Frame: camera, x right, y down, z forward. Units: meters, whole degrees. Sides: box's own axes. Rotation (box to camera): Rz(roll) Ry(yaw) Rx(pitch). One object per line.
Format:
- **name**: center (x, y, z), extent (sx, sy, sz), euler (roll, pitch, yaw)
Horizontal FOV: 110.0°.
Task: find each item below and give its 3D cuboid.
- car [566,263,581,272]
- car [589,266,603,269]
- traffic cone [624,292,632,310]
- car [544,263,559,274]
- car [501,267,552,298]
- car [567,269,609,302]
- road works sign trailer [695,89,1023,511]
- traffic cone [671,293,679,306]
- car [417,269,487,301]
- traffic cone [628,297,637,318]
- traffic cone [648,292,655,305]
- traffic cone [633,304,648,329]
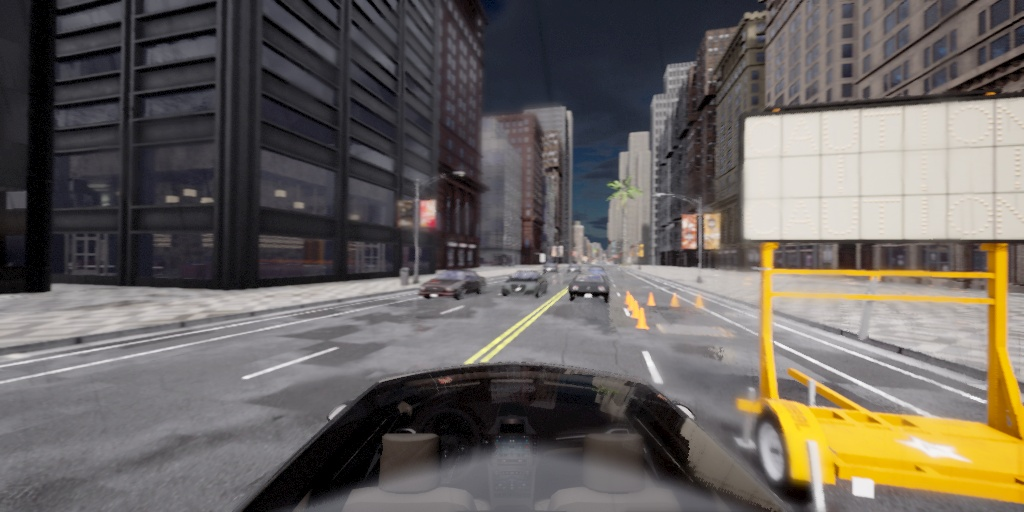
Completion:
- **car**: center (9.199, 1.844, 53.024), extent (2.128, 1.511, 4.902), euler (1, -1, 14)
- **car**: center (8.487, 1.729, 36.168), extent (2.033, 1.411, 5.357), euler (1, -1, 14)
- **traffic cone**: center (4.854, 1.888, 14.589), extent (0.340, 0.580, 0.340), euler (0, 0, 14)
- **car**: center (5.786, 1.795, 52.782), extent (2.128, 1.511, 4.902), euler (1, -1, 14)
- **car**: center (0.788, 1.487, 19.774), extent (1.994, 1.385, 4.181), euler (1, -1, 14)
- **car**: center (4.068, 1.559, 18.671), extent (1.895, 1.301, 4.718), euler (1, -1, 14)
- **road works sign trailer**: center (3.499, 0.279, 3.587), extent (2.380, 3.560, 2.880), euler (0, 0, 14)
- **traffic cone**: center (7.283, 1.934, 16.038), extent (0.340, 0.580, 0.340), euler (0, 0, 14)
- **car**: center (-2.847, 1.409, 18.650), extent (2.033, 1.411, 5.357), euler (1, -1, 14)
- **traffic cone**: center (4.364, 1.863, 12.650), extent (0.340, 0.580, 0.340), euler (0, 0, 14)
- **traffic cone**: center (6.313, 1.923, 16.283), extent (0.340, 0.580, 0.340), euler (0, 0, 14)
- **traffic cone**: center (3.875, 1.839, 10.711), extent (0.340, 0.580, 0.340), euler (0, 0, 14)
